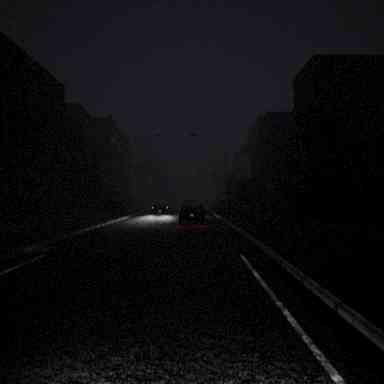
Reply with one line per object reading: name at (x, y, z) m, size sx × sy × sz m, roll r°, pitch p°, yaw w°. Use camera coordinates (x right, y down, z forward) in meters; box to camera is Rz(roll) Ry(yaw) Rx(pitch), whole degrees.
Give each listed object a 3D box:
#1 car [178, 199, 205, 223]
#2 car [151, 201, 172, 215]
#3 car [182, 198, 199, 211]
car at (-0.038, 1.475, 25.807) m, size 1.882 × 1.535 × 5.008 m, roll 0°, pitch 0°, yaw -1°
car at (-3.112, 1.598, 34.593) m, size 1.895 × 1.301 × 4.718 m, roll 0°, pitch 0°, yaw 0°
car at (-0.261, 1.546, 42.765) m, size 2.033 × 1.411 × 5.357 m, roll 0°, pitch 0°, yaw -1°
